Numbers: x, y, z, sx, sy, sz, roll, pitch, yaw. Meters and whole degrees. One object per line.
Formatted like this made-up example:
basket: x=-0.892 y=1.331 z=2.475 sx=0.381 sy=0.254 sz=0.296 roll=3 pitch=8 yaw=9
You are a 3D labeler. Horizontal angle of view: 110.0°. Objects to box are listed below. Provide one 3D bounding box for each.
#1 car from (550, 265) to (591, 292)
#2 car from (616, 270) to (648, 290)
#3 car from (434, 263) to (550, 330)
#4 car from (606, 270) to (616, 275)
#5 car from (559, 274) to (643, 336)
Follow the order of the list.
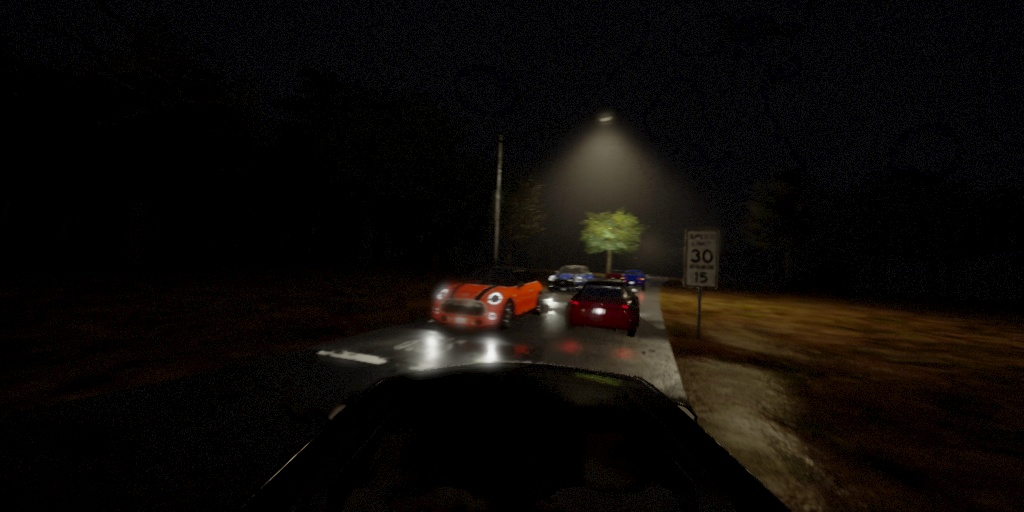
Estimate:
car: x=3.809 y=1.372 z=22.571 sx=2.097 sy=1.767 sz=4.553 roll=2 pitch=-1 yaw=22
car: x=9.726 y=1.865 z=28.526 sx=1.812 sy=1.442 sz=4.674 roll=2 pitch=-1 yaw=23
car: x=-0.521 y=1.111 z=11.359 sx=2.097 sy=1.767 sz=4.553 roll=2 pitch=0 yaw=21
car: x=12.126 y=2.269 z=41.696 sx=1.895 sy=1.301 sz=4.718 roll=2 pitch=-1 yaw=25
car: x=2.964 y=1.463 z=11.348 sx=1.994 sy=1.385 sz=4.181 roll=2 pitch=0 yaw=19
